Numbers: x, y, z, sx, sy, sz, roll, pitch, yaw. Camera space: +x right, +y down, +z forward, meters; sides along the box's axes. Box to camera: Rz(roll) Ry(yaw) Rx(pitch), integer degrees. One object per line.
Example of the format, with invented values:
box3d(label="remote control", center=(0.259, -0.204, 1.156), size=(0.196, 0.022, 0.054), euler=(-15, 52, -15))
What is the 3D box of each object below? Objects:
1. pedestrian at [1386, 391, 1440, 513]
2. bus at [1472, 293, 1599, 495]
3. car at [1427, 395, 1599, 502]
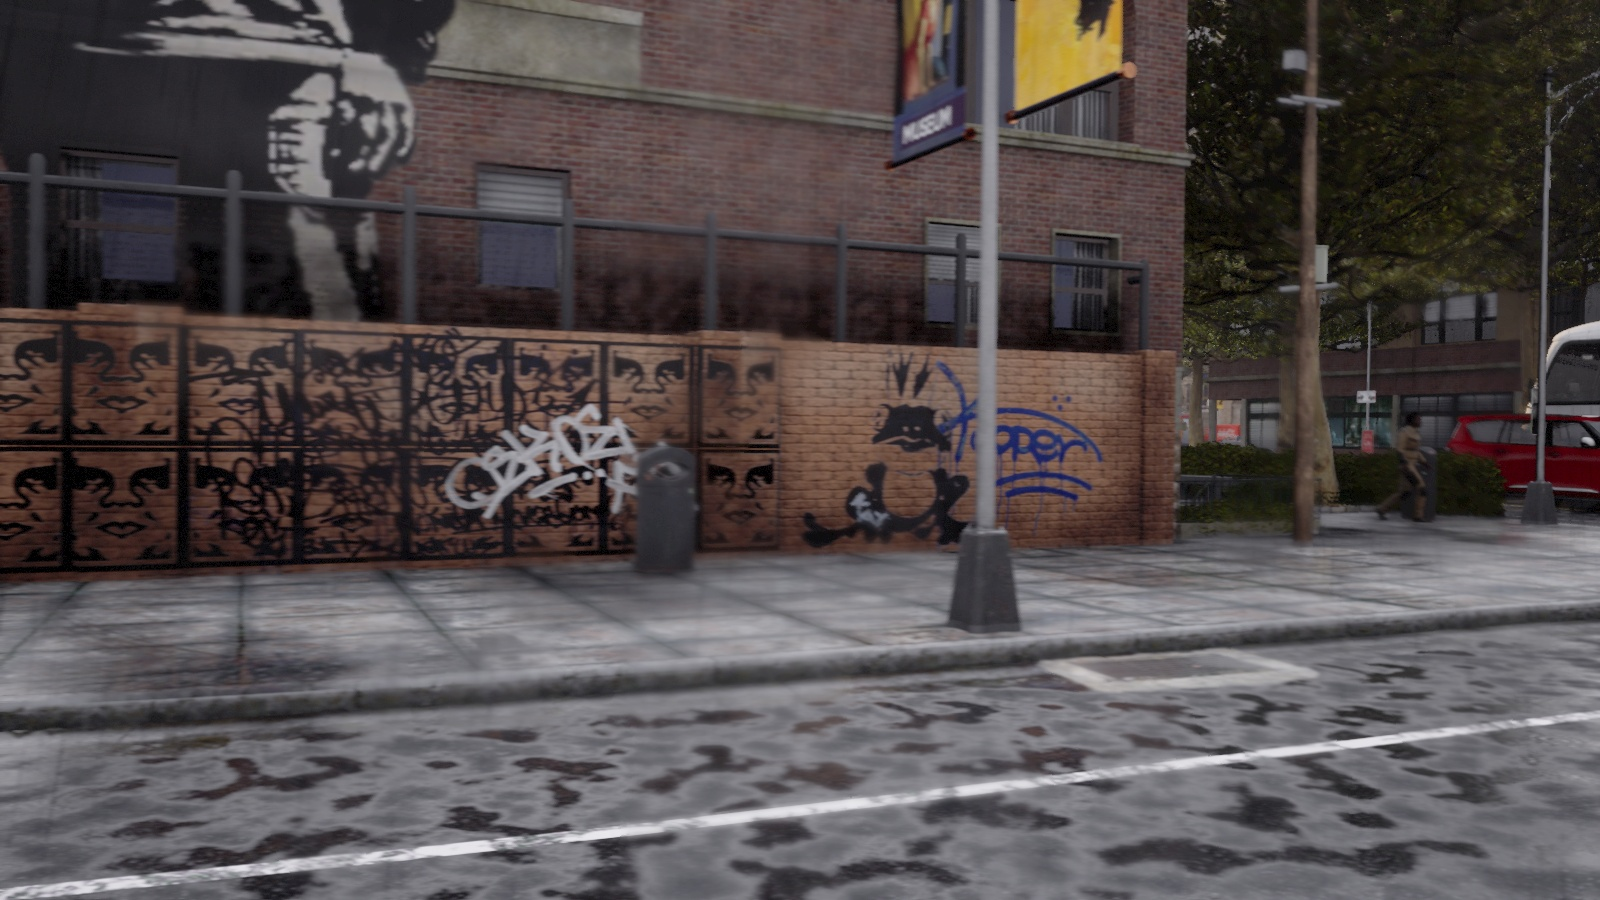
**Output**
box3d(label="pedestrian", center=(9.876, 0.030, 20.232), size=(0.692, 1.930, 0.396), euler=(0, 1, 44))
box3d(label="bus", center=(19.960, -1.200, 25.678), size=(3.944, 4.253, 10.273), euler=(-1, 1, -35))
box3d(label="car", center=(15.850, -0.055, 25.418), size=(2.150, 2.045, 5.566), euler=(-1, 1, -24))
